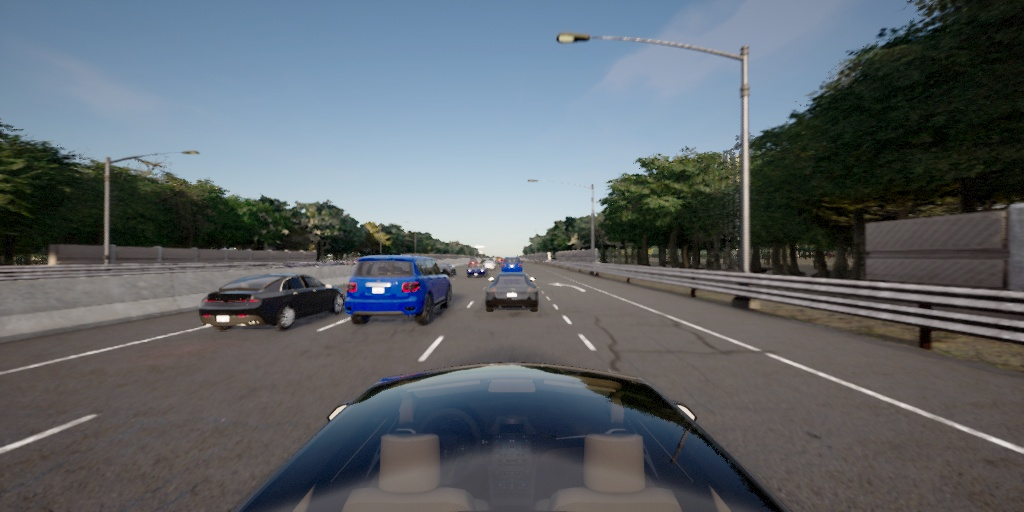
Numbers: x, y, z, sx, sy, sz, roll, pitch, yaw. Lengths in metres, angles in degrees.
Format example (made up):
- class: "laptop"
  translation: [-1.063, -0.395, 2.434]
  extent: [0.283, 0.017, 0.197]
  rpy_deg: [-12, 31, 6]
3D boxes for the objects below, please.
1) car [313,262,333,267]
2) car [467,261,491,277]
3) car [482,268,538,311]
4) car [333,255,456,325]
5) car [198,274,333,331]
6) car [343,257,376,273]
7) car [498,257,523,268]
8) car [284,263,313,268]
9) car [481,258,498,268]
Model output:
- class: "car"
  translation: [-24.552, 1.496, 48.622]
  extent: [1.994, 1.385, 4.181]
  rpy_deg: [0, 0, 1]
- class: "car"
  translation: [-3.499, 1.493, 37.200]
  extent: [1.895, 1.301, 4.718]
  rpy_deg: [0, 0, 0]
- class: "car"
  translation: [-0.001, 1.357, 14.693]
  extent: [1.994, 1.385, 4.181]
  rpy_deg: [0, 0, 0]
- class: "car"
  translation: [-3.500, 1.004, 12.062]
  extent: [2.150, 2.045, 5.566]
  rpy_deg: [0, 0, 0]
- class: "car"
  translation: [-7.000, 1.286, 11.109]
  extent: [1.837, 1.490, 4.892]
  rpy_deg: [0, 0, 0]
- class: "car"
  translation: [-21.039, 1.152, 49.791]
  extent: [2.150, 2.045, 5.566]
  rpy_deg: [0, 0, 1]
- class: "car"
  translation: [0.000, 1.114, 37.253]
  extent: [2.150, 2.045, 5.566]
  rpy_deg: [0, 0, 0]
- class: "car"
  translation: [-28.040, 1.531, 47.700]
  extent: [1.895, 1.301, 4.718]
  rpy_deg: [0, 0, 1]
- class: "car"
  translation: [-3.499, 1.476, 55.253]
  extent: [1.812, 1.442, 4.674]
  rpy_deg: [0, 0, 0]
